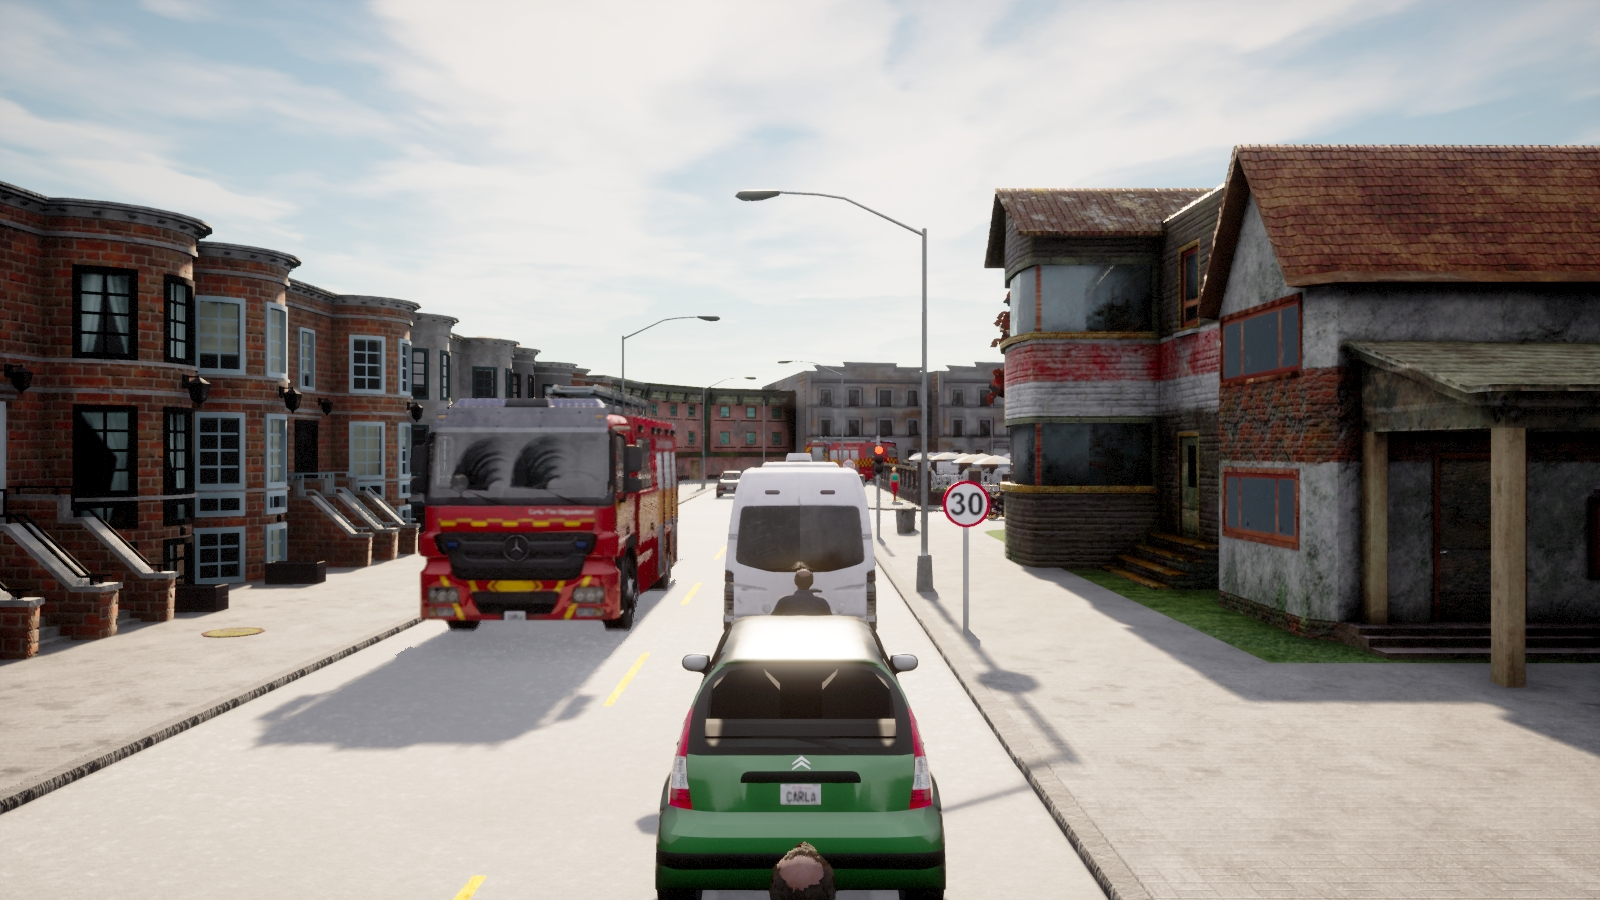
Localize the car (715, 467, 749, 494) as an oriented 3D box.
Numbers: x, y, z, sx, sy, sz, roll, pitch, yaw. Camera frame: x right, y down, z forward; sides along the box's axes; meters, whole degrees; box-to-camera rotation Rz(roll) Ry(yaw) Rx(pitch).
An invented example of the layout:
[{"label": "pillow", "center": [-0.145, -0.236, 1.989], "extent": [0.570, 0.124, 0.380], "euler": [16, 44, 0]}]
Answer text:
[{"label": "car", "center": [-4.014, 1.781, 67.520], "extent": [1.789, 1.549, 3.705], "euler": [0, 0, 0]}]

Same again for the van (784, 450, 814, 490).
[{"label": "van", "center": [-0.059, 1.286, 76.777], "extent": [1.988, 2.561, 5.915], "euler": [0, 0, 0]}]

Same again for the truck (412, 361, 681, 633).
[{"label": "truck", "center": [-4.004, 0.663, 20.301], "extent": [2.891, 3.827, 8.468], "euler": [0, 0, 0]}]

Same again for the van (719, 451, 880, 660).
[{"label": "van", "center": [-0.006, 1.308, 17.043], "extent": [1.988, 2.561, 5.915], "euler": [0, 0, 0]}]

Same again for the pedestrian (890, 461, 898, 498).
[{"label": "pedestrian", "center": [4.769, 1.494, 57.754], "extent": [0.375, 1.860, 0.375], "euler": [0, 0, 0]}]

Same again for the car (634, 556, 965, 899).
[{"label": "car", "center": [-0.003, 1.776, 8.384], "extent": [1.851, 1.617, 3.988], "euler": [0, 0, 0]}]
